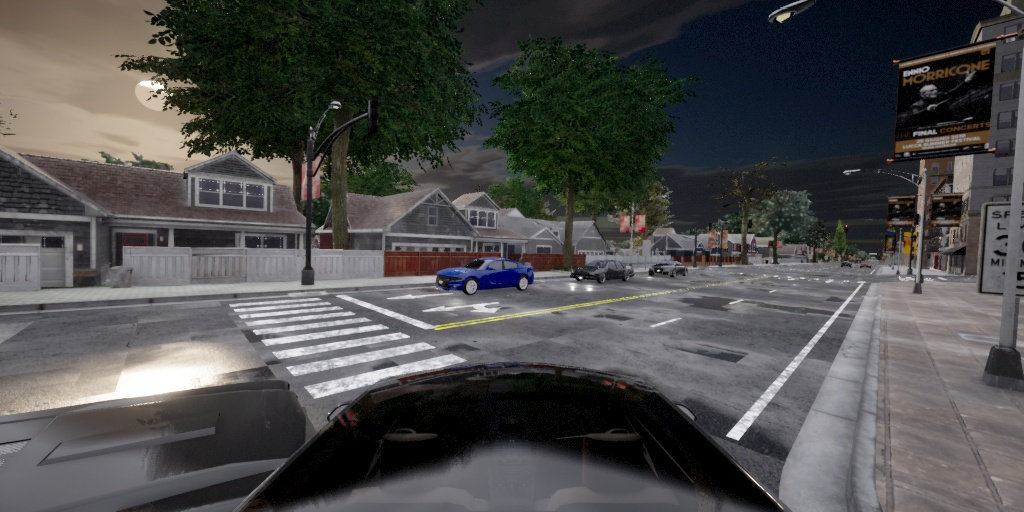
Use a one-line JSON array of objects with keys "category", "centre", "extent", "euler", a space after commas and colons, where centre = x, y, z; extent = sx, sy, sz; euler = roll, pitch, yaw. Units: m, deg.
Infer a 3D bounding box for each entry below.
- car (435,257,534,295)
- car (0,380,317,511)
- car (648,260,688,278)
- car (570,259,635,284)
[{"category": "car", "centre": [-1.119, 0.816, 16.464], "extent": [5.008, 1.535, 1.882], "euler": [0, 2, -44]}, {"category": "car", "centre": [-3.309, 1.290, 1.278], "extent": [4.718, 1.301, 1.895], "euler": [1, 2, -34]}, {"category": "car", "centre": [13.241, 1.017, 30.309], "extent": [4.181, 1.385, 1.994], "euler": [0, 2, -44]}, {"category": "car", "centre": [6.046, 0.941, 23.386], "extent": [5.357, 1.411, 2.033], "euler": [0, 2, -44]}]
